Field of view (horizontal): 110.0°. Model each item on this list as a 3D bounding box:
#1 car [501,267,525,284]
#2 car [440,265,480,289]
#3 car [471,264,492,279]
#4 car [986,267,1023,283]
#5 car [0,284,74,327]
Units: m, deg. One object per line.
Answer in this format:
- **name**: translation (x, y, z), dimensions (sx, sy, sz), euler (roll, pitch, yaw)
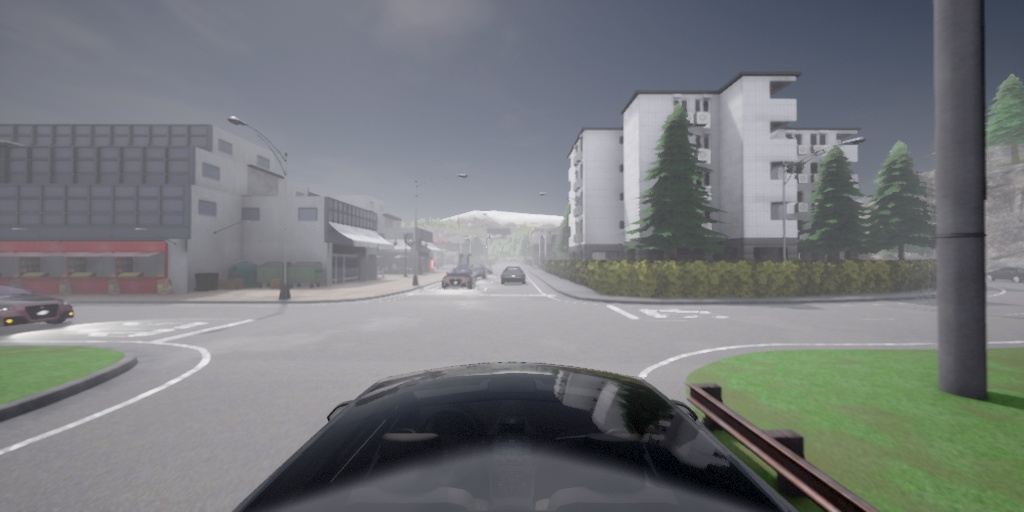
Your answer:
- **car**: translation (0.102, 1.585, 30.462), dimensions (1.994, 1.385, 4.181), euler (0, -1, 0)
- **car**: translation (-3.588, 1.532, 24.863), dimensions (1.994, 1.385, 4.181), euler (0, -1, 1)
- **car**: translation (-3.592, 1.575, 36.982), dimensions (2.128, 1.511, 4.902), euler (0, -1, 0)
- **car**: translation (47.373, 1.734, 33.656), dimensions (1.837, 1.490, 4.892), euler (0, -1, 22)
- **car**: translation (-16.541, 1.578, 11.162), dimensions (4.181, 1.385, 1.994), euler (0, -1, 1)
